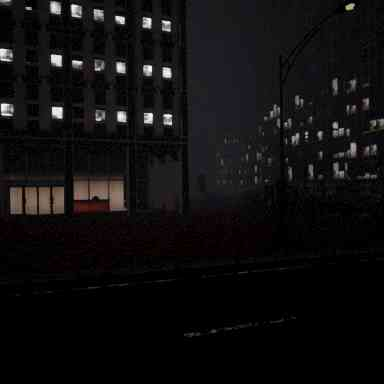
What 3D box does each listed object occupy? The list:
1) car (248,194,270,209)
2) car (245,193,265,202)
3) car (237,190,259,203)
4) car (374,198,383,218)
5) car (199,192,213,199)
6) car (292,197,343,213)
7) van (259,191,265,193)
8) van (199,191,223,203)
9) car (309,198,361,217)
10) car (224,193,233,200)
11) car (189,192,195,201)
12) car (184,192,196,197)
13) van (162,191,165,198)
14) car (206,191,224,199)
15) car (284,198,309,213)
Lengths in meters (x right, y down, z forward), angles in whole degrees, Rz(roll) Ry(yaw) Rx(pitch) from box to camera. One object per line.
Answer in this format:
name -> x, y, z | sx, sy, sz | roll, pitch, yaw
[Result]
car -> 8.948, 1.332, 40.033 | 1.947, 1.339, 4.313 | 0, 1, -20
car -> 9.795, 1.228, 45.430 | 2.033, 1.411, 5.357 | -1, 1, -20
car -> 9.570, 0.768, 55.355 | 2.150, 2.045, 5.566 | -1, 1, -20
car -> 16.851, 1.216, 26.095 | 2.097, 1.767, 4.553 | -1, 1, -21
car -> 3.248, 0.706, 80.296 | 1.967, 1.590, 4.097 | 0, 1, -20
car -> 13.322, 1.321, 35.739 | 2.033, 1.411, 5.357 | -1, 1, -20
van -> 12.978, 0.871, 53.595 | 1.690, 1.788, 3.998 | 0, 1, -20
van -> 3.160, 0.952, 56.067 | 1.690, 1.788, 3.998 | 0, 1, -20
car -> 12.769, 1.434, 29.325 | 1.947, 1.339, 4.313 | 0, 1, -20
car -> 7.141, 0.954, 69.618 | 1.802, 1.307, 4.206 | 0, 1, -20
car -> -0.733, 1.056, 66.749 | 2.008, 1.369, 4.403 | 0, 1, -20
car -> -0.644, 0.711, 90.977 | 2.008, 1.369, 4.403 | 0, 1, -20
van -> -6.572, 0.688, 82.767 | 1.690, 1.788, 3.998 | 0, 1, -20
car -> 5.194, 0.634, 74.955 | 2.192, 1.841, 5.009 | 0, 1, -20
car -> 10.839, 1.399, 34.674 | 1.802, 1.307, 4.206 | 0, 1, -20
